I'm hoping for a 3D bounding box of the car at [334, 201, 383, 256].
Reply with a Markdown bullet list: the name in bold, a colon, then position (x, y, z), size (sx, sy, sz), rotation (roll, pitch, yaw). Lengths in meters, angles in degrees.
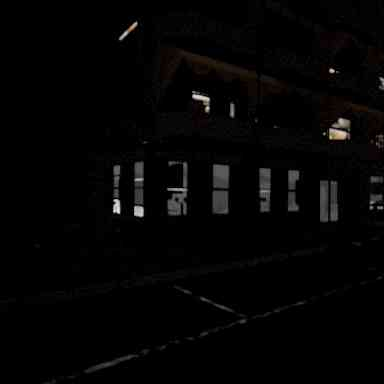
- **car**: position (7.071, 1.252, 11.582), size (5.009, 1.841, 2.192), rotation (0, 1, -35)
